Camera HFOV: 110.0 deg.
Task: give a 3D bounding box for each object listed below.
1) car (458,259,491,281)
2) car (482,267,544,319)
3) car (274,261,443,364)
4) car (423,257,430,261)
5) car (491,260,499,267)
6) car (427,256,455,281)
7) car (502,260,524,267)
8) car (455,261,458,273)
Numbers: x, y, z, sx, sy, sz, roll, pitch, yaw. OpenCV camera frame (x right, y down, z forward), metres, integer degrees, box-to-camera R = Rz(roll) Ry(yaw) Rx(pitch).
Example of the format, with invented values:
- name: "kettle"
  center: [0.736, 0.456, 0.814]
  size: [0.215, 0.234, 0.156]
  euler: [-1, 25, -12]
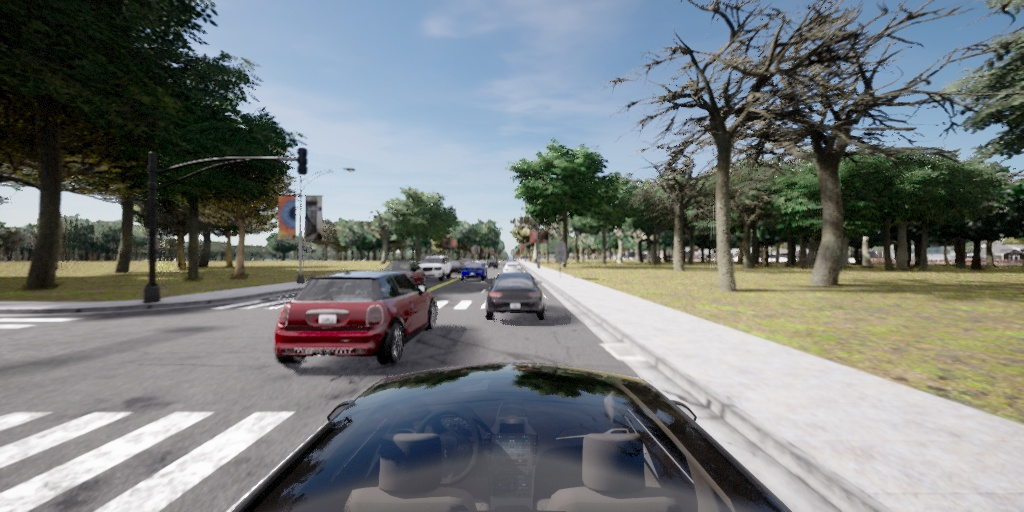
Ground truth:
- name: "car"
  center: [-3.154, 1.252, 30.882]
  size: [1.882, 1.535, 5.008]
  euler: [0, 0, 0]
- name: "car"
  center: [0.097, 1.283, 12.699]
  size: [1.812, 1.442, 4.674]
  euler: [0, 0, 0]
- name: "car"
  center: [-3.152, 1.105, 8.259]
  size: [2.097, 1.767, 4.553]
  euler: [0, 0, 0]
- name: "car"
  center: [-6.600, 1.116, 21.250]
  size: [2.097, 1.767, 4.553]
  euler: [0, 0, 0]
- name: "car"
  center: [-3.157, 1.326, 60.021]
  size: [1.837, 1.490, 4.892]
  euler: [0, 1, 0]
- name: "car"
  center: [-6.599, 0.996, 30.806]
  size: [2.150, 2.045, 5.566]
  euler: [0, 0, 0]
- name: "car"
  center: [0.095, 1.303, 33.331]
  size: [1.812, 1.442, 4.674]
  euler: [0, 0, 0]
- name: "car"
  center: [-6.567, 1.265, 41.013]
  size: [1.882, 1.535, 5.008]
  euler: [0, 0, 0]
